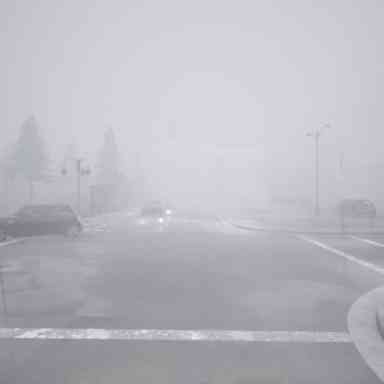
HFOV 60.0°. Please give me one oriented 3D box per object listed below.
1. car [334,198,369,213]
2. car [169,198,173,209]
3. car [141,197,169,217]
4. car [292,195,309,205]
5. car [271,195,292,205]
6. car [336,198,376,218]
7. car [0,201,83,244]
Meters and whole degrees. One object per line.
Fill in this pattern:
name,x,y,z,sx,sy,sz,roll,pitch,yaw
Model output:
car,17.036,1.380,35.724,1.970,1.475,3.806,0,0,0
car,-3.555,1.486,44.601,2.128,1.511,4.902,0,0,0
car,-3.575,1.473,31.312,1.882,1.535,5.008,0,0,0
car,17.380,1.323,54.387,2.152,1.636,5.027,0,0,0
car,14.243,1.332,54.368,2.007,1.523,4.514,0,0,0
car,13.977,1.370,28.335,1.845,1.501,3.633,0,0,0
car,-7.678,1.345,15.869,4.553,1.767,2.097,0,-1,-34
